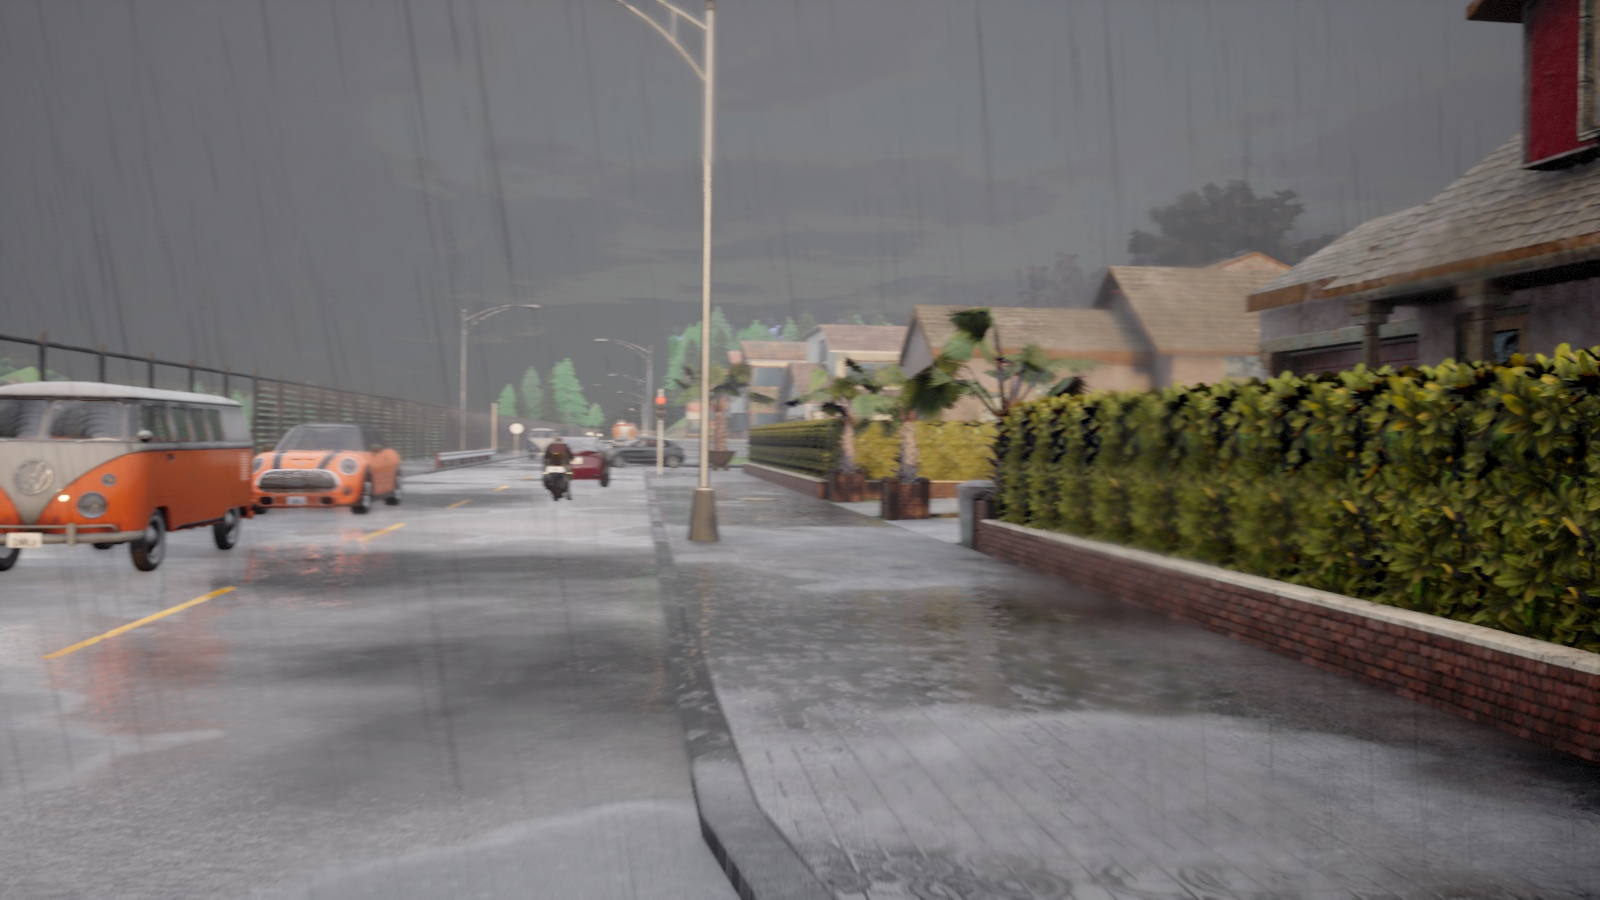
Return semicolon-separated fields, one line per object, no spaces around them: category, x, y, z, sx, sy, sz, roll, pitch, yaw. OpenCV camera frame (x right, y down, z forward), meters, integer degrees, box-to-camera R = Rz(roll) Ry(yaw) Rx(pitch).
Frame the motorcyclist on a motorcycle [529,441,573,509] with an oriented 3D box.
motorcyclist on a motorcycle;-5.813;0.554;29.386;0.866;1.530;2.191;0;0;-8

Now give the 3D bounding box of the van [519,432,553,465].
van;-16.544;-0.086;78.827;1.775;1.987;4.442;0;0;-8

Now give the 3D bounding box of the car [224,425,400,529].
car;-9.100;0.439;23.847;2.097;1.767;4.553;0;0;-8

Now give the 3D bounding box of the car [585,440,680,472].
car;-8.147;0.281;61.025;4.193;1.474;1.816;-1;0;-25

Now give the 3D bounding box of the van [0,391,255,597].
van;-7.811;0.406;14.324;1.775;1.987;4.442;0;0;-8

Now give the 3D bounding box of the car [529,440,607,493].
car;-6.999;0.450;38.327;2.163;1.488;4.792;0;0;-8
